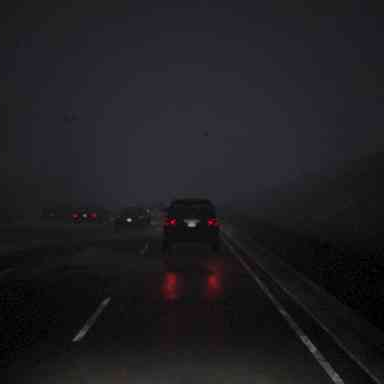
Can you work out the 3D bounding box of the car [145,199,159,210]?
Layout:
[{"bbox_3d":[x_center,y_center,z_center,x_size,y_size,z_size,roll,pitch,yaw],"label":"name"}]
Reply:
[{"bbox_3d":[-4.386,1.743,41.843,1.895,1.301,4.718,0,0,-2],"label":"car"}]

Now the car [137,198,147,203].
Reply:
[{"bbox_3d":[-8.352,1.763,57.842,1.994,1.385,4.181,0,0,-2],"label":"car"}]

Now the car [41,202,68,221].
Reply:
[{"bbox_3d":[-10.988,1.585,28.214,1.882,1.535,5.008,0,0,-2],"label":"car"}]

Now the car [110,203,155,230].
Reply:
[{"bbox_3d":[-3.802,1.641,21.829,1.994,1.385,4.181,0,0,-2],"label":"car"}]

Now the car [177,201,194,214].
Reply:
[{"bbox_3d":[-0.771,1.725,37.932,1.895,1.301,4.718,0,0,-2],"label":"car"}]

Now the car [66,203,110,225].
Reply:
[{"bbox_3d":[-7.307,1.639,24.829,2.033,1.411,5.357,0,0,-2],"label":"car"}]

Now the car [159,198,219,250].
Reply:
[{"bbox_3d":[-0.080,1.271,14.742,2.150,2.045,5.566,0,0,-2],"label":"car"}]
